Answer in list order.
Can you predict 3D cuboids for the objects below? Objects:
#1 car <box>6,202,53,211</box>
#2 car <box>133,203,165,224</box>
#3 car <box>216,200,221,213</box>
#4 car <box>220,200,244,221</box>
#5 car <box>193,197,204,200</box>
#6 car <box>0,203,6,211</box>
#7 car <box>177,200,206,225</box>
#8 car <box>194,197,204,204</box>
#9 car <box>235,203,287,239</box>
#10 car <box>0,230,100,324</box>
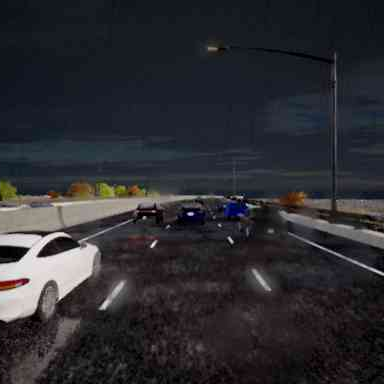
[{"bbox_3d":[-13.814,1.625,29.669,2.033,1.411,5.357,0,0,1],"label":"car"},{"bbox_3d":[-3.187,1.557,25.062,2.128,1.511,4.902,0,0,1],"label":"car"},{"bbox_3d":[3.986,1.622,39.388,2.163,1.488,4.792,0,0,1],"label":"car"},{"bbox_3d":[3.760,1.556,28.438,1.882,1.535,5.008,0,0,1],"label":"car"},{"bbox_3d":[1.149,1.772,59.117,1.994,1.385,4.181,0,0,3],"label":"car"},{"bbox_3d":[-17.291,1.681,30.884,1.895,1.301,4.718,0,0,1],"label":"car"},{"bbox_3d":[0.006,1.570,25.100,2.163,1.488,4.792,0,0,2],"label":"car"},{"bbox_3d":[1.708,1.821,75.139,2.128,1.511,4.902,0,0,3],"label":"car"},{"bbox_3d":[3.604,1.549,17.516,1.837,1.490,4.892,0,0,1],"label":"car"},{"bbox_3d":[-3.372,1.542,7.068,1.812,1.442,4.674,0,0,0],"label":"car"}]
